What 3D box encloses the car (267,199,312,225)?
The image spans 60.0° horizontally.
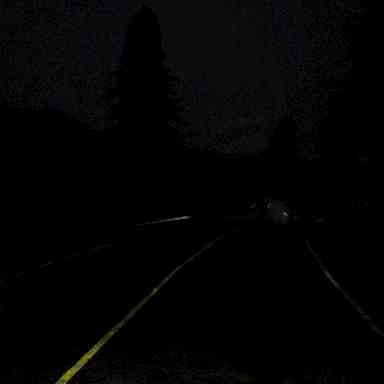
[{"bbox_3d":[6.994,1.447,23.012,1.994,1.385,4.181,0,0,30],"label":"car"}]

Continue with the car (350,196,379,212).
[{"bbox_3d":[19.365,1.202,36.546,4.553,1.767,2.097,0,1,-38],"label":"car"}]

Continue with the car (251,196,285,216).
[{"bbox_3d":[7.036,1.193,29.559,2.097,1.767,4.553,1,1,39],"label":"car"}]
